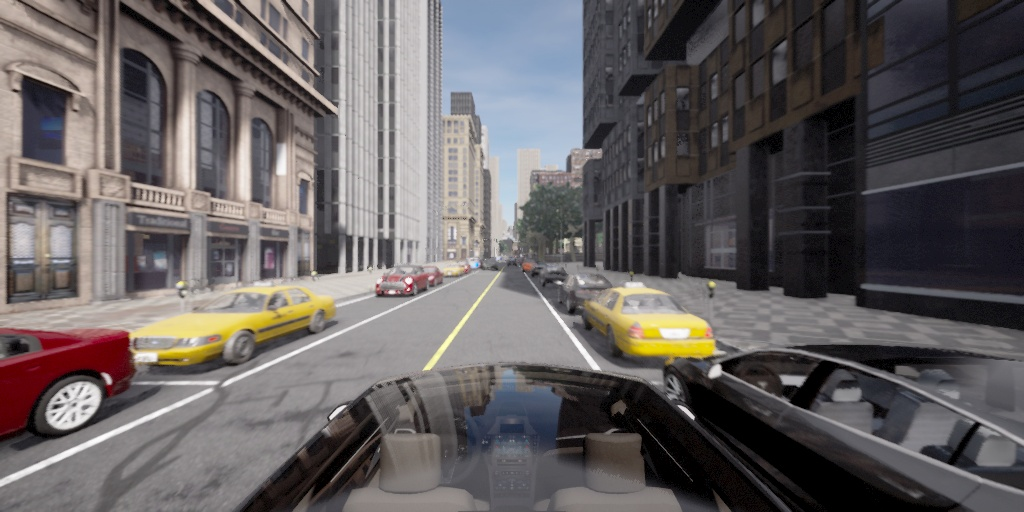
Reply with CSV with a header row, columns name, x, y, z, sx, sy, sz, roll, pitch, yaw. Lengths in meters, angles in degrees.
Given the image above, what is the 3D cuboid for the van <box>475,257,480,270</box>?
name,x,y,z,sx,sy,sz,roll,pitch,yaw
van,-5.765,1.144,52.142,1.690,1.789,3.998,0,0,0

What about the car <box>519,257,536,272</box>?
name,x,y,z,sx,sy,sz,roll,pitch,yaw
car,2.385,1.150,46.422,2.097,1.767,4.553,0,0,0

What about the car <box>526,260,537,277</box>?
name,x,y,z,sx,sy,sz,roll,pitch,yaw
car,2.762,1.354,35.669,1.948,1.339,4.313,0,0,0

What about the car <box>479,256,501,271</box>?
name,x,y,z,sx,sy,sz,roll,pitch,yaw
car,-3.067,1.154,51.484,2.097,1.767,4.553,0,0,0

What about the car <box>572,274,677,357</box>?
name,x,y,z,sx,sy,sz,roll,pitch,yaw
car,2.763,1.284,8.404,1.751,1.417,4.829,0,0,0

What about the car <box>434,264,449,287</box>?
name,x,y,z,sx,sy,sz,roll,pitch,yaw
car,-5.763,1.363,24.703,1.802,1.307,4.207,0,0,0

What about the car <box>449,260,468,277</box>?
name,x,y,z,sx,sy,sz,roll,pitch,yaw
car,-5.764,1.316,35.509,1.751,1.417,4.829,0,0,0

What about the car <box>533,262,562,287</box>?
name,x,y,z,sx,sy,sz,roll,pitch,yaw
car,2.762,1.330,24.696,2.007,1.370,4.403,0,0,0

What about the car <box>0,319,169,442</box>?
name,x,y,z,sx,sy,sz,roll,pitch,yaw
car,-5.762,1.298,2.752,1.888,1.381,4.507,0,0,0

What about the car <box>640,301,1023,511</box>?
name,x,y,z,sx,sy,sz,roll,pitch,yaw
car,2.763,1.317,2.747,1.948,1.339,4.313,0,0,0

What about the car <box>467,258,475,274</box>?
name,x,y,z,sx,sy,sz,roll,pitch,yaw
car,-5.764,1.234,41.167,1.967,1.591,4.097,0,0,0

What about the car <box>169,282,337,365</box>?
name,x,y,z,sx,sy,sz,roll,pitch,yaw
car,-5.762,1.286,8.069,1.751,1.417,4.829,0,0,0

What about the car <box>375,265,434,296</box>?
name,x,y,z,sx,sy,sz,roll,pitch,yaw
car,-5.763,1.215,19.215,1.967,1.591,4.097,0,0,0

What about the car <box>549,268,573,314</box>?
name,x,y,z,sx,sy,sz,roll,pitch,yaw
car,2.763,1.317,13.721,2.007,1.370,4.403,0,0,0
